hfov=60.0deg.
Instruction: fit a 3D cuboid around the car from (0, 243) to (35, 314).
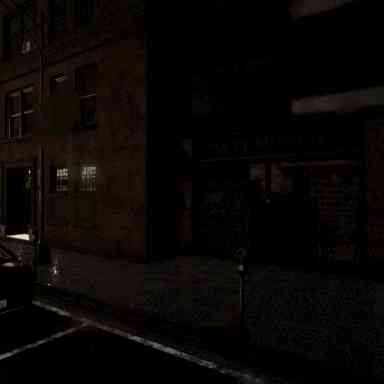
[{"bbox_3d":[-4.816,1.550,6.504,4.403,1.369,2.008,0,0,35],"label":"car"}]
